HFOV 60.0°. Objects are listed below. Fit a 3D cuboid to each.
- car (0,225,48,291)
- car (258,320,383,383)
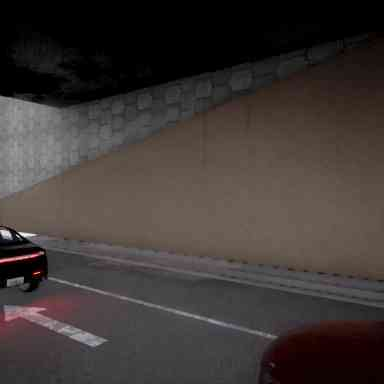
[{"bbox_3d":[-5.331,1.492,7.745,4.902,1.511,2.128,0,0,35],"label":"car"},{"bbox_3d":[2.676,1.526,1.975,4.674,1.442,1.812,0,0,36],"label":"car"}]
